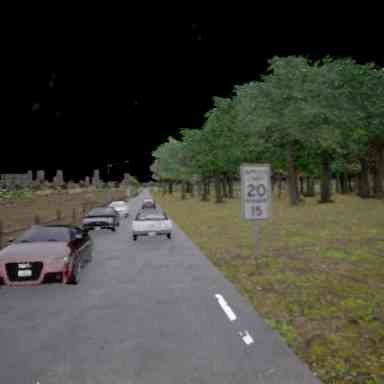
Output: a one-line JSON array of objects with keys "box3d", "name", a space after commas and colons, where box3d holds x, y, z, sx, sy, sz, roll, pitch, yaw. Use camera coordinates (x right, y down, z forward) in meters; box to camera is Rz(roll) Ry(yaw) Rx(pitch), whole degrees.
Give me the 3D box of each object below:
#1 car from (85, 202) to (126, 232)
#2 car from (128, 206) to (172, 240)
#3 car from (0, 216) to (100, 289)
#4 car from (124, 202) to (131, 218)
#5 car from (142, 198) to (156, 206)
[{"box3d": [-5.581, 1.650, 21.086, 2.033, 1.411, 5.357, -1, 0, -8], "name": "car"}, {"box3d": [-2.127, 1.639, 17.492, 1.895, 1.301, 4.718, -1, 0, -8], "name": "car"}, {"box3d": [-4.018, 1.640, 9.439, 1.994, 1.385, 4.181, -1, 0, -8], "name": "car"}, {"box3d": [-6.978, 1.651, 31.698, 1.812, 1.442, 4.674, -1, 0, -7], "name": "car"}, {"box3d": [-5.992, 1.611, 46.223, 1.812, 1.442, 4.674, -1, 0, -8], "name": "car"}]
